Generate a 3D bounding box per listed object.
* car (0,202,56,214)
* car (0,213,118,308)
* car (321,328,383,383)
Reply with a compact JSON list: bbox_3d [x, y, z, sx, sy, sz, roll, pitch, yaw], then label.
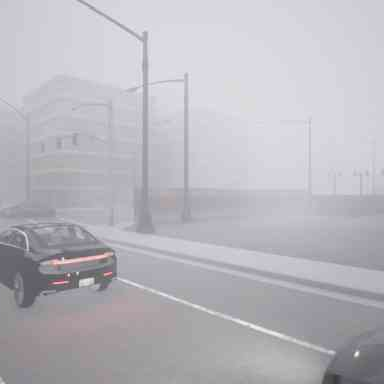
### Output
[{"bbox_3d":[-13.500,1.549,27.494,1.994,1.385,4.181,0,0,41],"label":"car"},{"bbox_3d":[-3.658,1.492,8.056,2.128,1.511,4.902,0,0,-43],"label":"car"},{"bbox_3d":[3.182,1.505,1.596,4.892,1.490,1.837,0,0,38],"label":"car"}]
